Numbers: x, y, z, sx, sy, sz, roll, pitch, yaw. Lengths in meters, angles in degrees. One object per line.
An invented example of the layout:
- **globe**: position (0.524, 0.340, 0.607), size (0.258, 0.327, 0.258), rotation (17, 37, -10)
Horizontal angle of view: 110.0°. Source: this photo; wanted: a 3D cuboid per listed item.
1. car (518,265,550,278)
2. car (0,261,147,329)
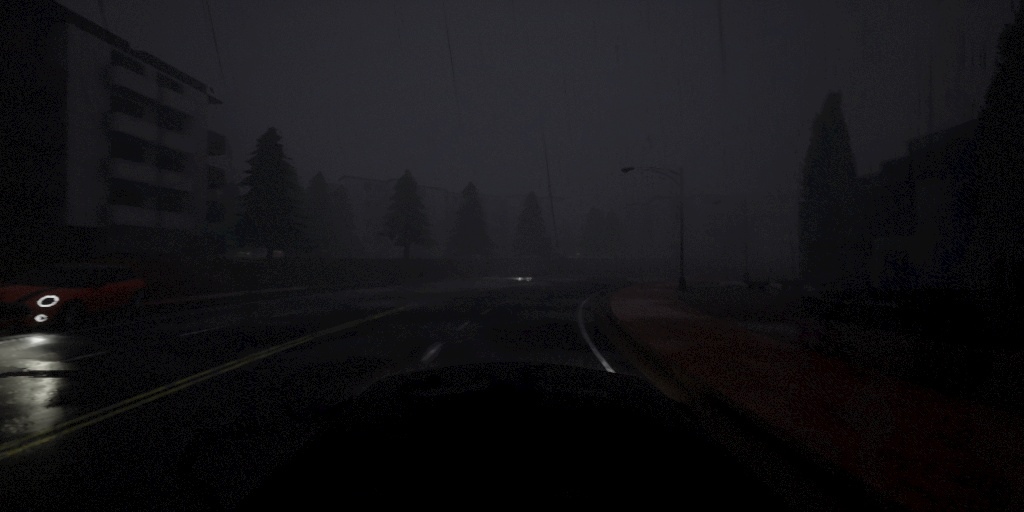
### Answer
- **car**: position (2.459, 1.666, 39.983), size (1.994, 1.385, 4.181), rotation (0, -1, 37)
- **car**: position (-14.171, 1.085, 11.447), size (2.097, 1.767, 4.553), rotation (8, -1, -19)
